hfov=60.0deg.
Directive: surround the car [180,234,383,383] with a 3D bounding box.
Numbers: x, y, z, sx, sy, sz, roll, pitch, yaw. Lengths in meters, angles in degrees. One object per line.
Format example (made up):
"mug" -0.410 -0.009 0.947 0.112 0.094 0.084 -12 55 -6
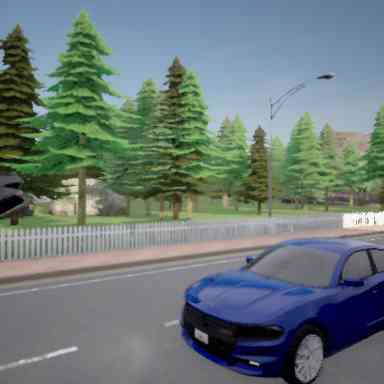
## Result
"car" 2.126 1.536 5.592 5.008 1.535 1.882 1 -1 -36
